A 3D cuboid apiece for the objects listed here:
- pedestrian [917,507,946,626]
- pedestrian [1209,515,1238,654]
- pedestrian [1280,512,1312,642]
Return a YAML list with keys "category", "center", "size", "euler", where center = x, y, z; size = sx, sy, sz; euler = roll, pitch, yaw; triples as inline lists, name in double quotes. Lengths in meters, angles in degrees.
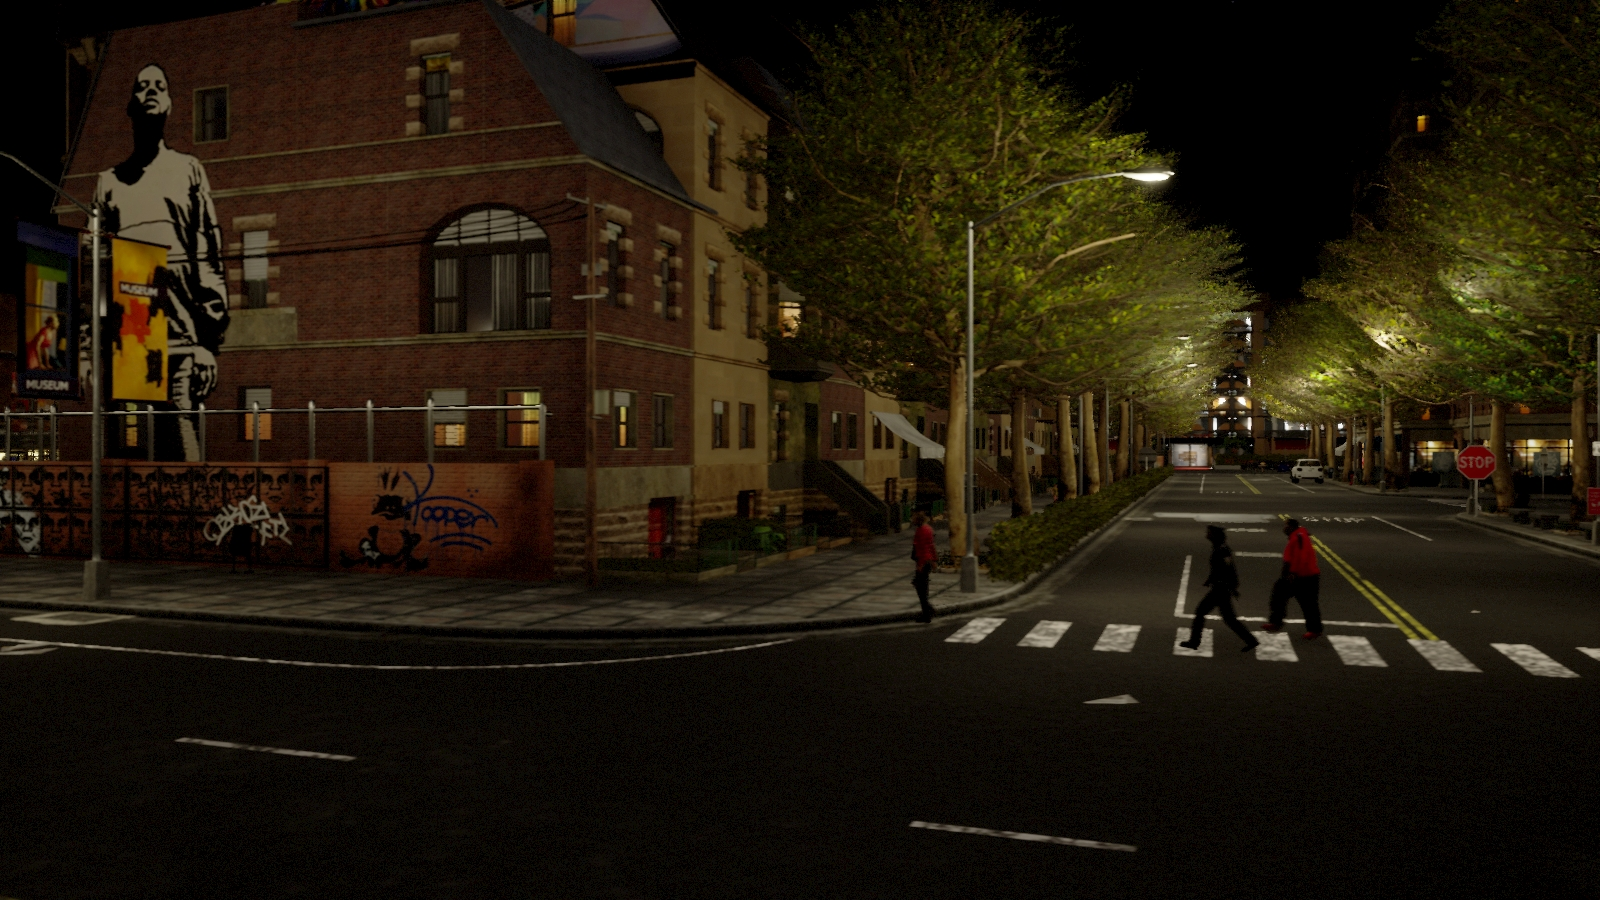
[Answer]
- category: "pedestrian"
  center: [2.108, 1.849, 18.311]
  size: [0.375, 1.860, 0.375]
  euler: [0, 0, 21]
- category: "pedestrian"
  center: [5.846, 1.848, 15.786]
  size: [0.375, 1.860, 0.375]
  euler: [0, 0, 19]
- category: "pedestrian"
  center: [7.287, 1.849, 16.793]
  size: [0.375, 1.860, 0.375]
  euler: [0, 0, 13]
